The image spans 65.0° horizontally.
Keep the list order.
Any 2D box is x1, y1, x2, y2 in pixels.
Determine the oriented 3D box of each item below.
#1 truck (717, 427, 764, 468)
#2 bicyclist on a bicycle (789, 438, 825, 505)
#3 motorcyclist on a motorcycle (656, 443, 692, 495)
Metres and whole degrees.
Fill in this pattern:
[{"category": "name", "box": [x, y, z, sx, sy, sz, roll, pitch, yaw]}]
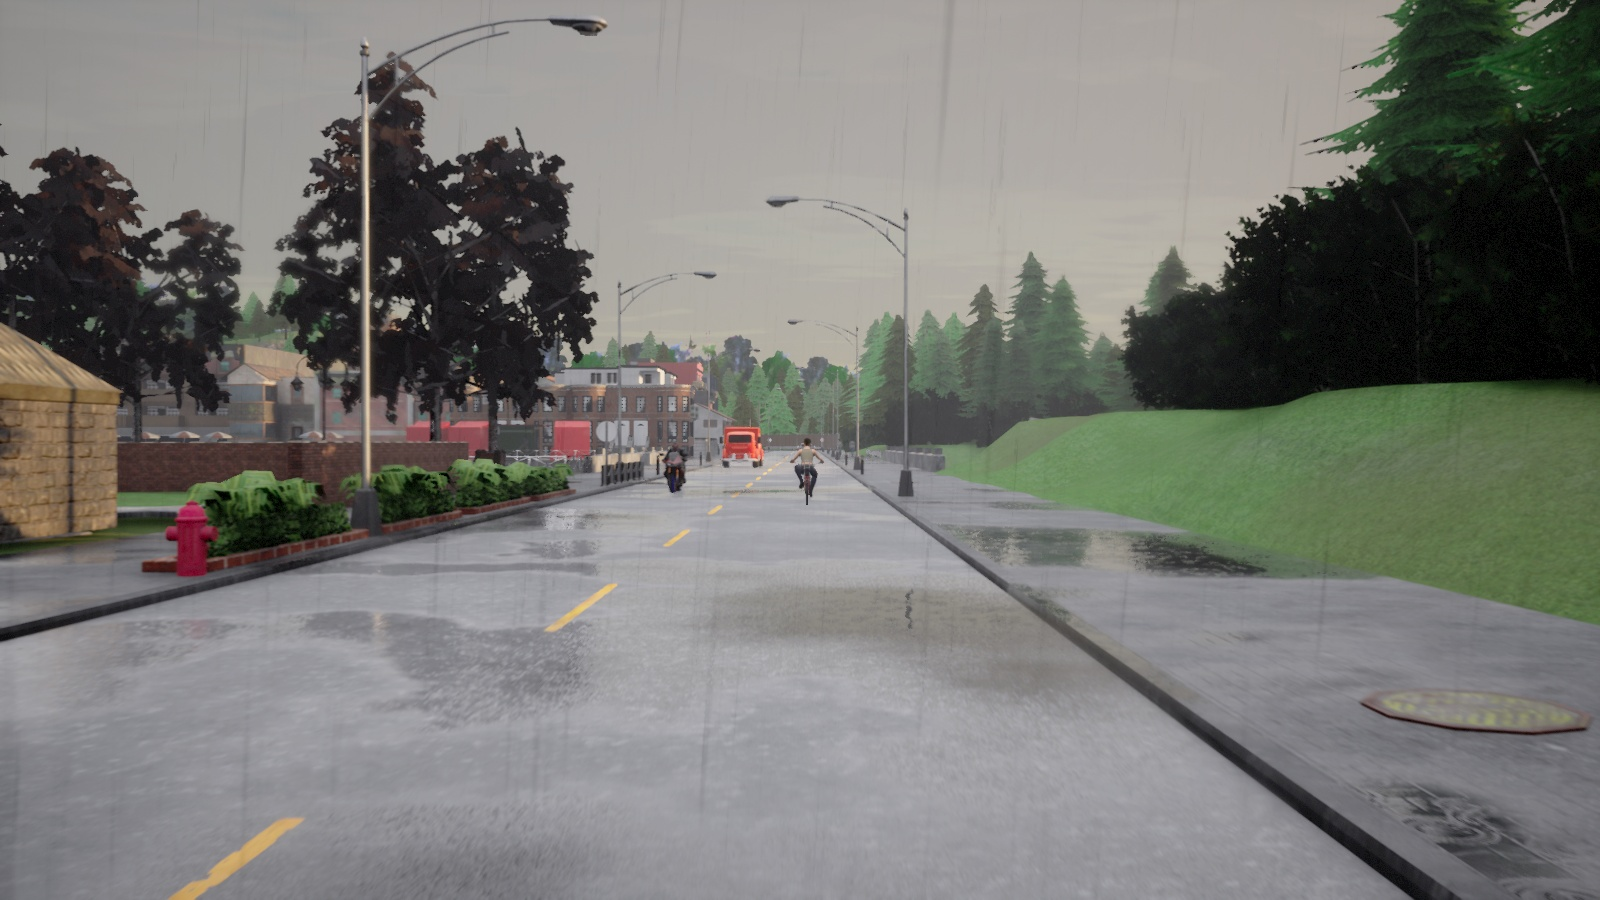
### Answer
[{"category": "truck", "box": [-3.594, -0.183, 77.218, 2.627, 2.467, 5.204, 0, 1, 0]}, {"category": "bicyclist on a bicycle", "box": [0.172, 0.510, 30.730, 0.866, 1.612, 1.509, 0, 0, 0]}, {"category": "motorcyclist on a motorcycle", "box": [-3.791, 0.564, 38.066, 0.866, 1.530, 2.191, 0, 0, 0]}]
